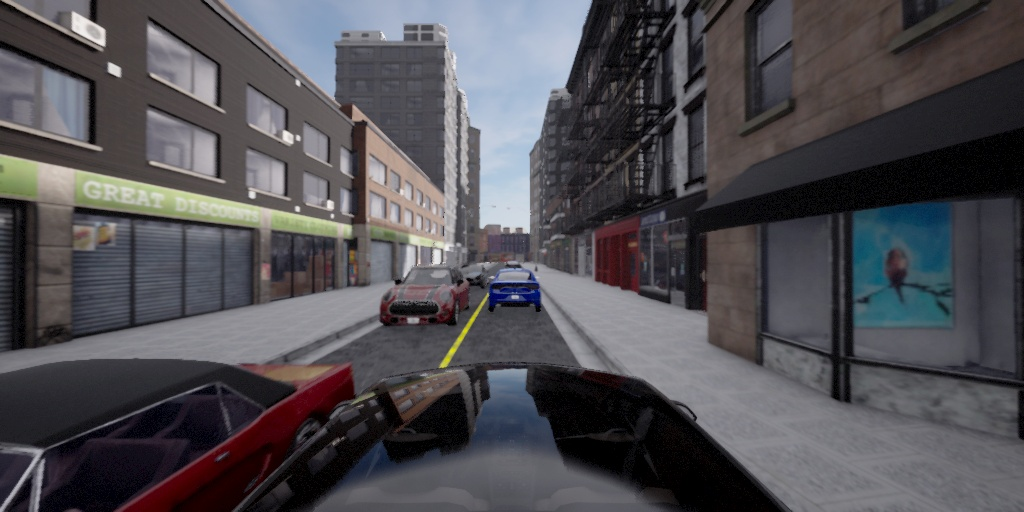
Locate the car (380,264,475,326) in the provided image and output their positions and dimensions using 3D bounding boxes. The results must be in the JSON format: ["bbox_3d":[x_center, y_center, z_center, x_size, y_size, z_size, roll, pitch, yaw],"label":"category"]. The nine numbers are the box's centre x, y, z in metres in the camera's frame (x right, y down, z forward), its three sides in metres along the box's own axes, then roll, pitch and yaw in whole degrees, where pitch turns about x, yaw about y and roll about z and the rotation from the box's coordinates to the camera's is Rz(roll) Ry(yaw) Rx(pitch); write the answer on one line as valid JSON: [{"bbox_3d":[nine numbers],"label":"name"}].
[{"bbox_3d":[-2.587,1.105,11.663,2.097,1.767,4.553,0,0,0],"label":"car"}]

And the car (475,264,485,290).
[{"bbox_3d":[-2.525,1.266,23.050,1.837,1.490,4.892,0,0,1],"label":"car"}]

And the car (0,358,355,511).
[{"bbox_3d":[-2.598,1.350,1.589,1.895,1.301,4.718,0,0,0],"label":"car"}]

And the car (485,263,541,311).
[{"bbox_3d":[0.106,1.233,14.537,1.882,1.535,5.008,0,0,0],"label":"car"}]

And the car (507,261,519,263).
[{"bbox_3d":[0.121,1.258,41.017,1.882,1.535,5.008,0,0,0],"label":"car"}]
